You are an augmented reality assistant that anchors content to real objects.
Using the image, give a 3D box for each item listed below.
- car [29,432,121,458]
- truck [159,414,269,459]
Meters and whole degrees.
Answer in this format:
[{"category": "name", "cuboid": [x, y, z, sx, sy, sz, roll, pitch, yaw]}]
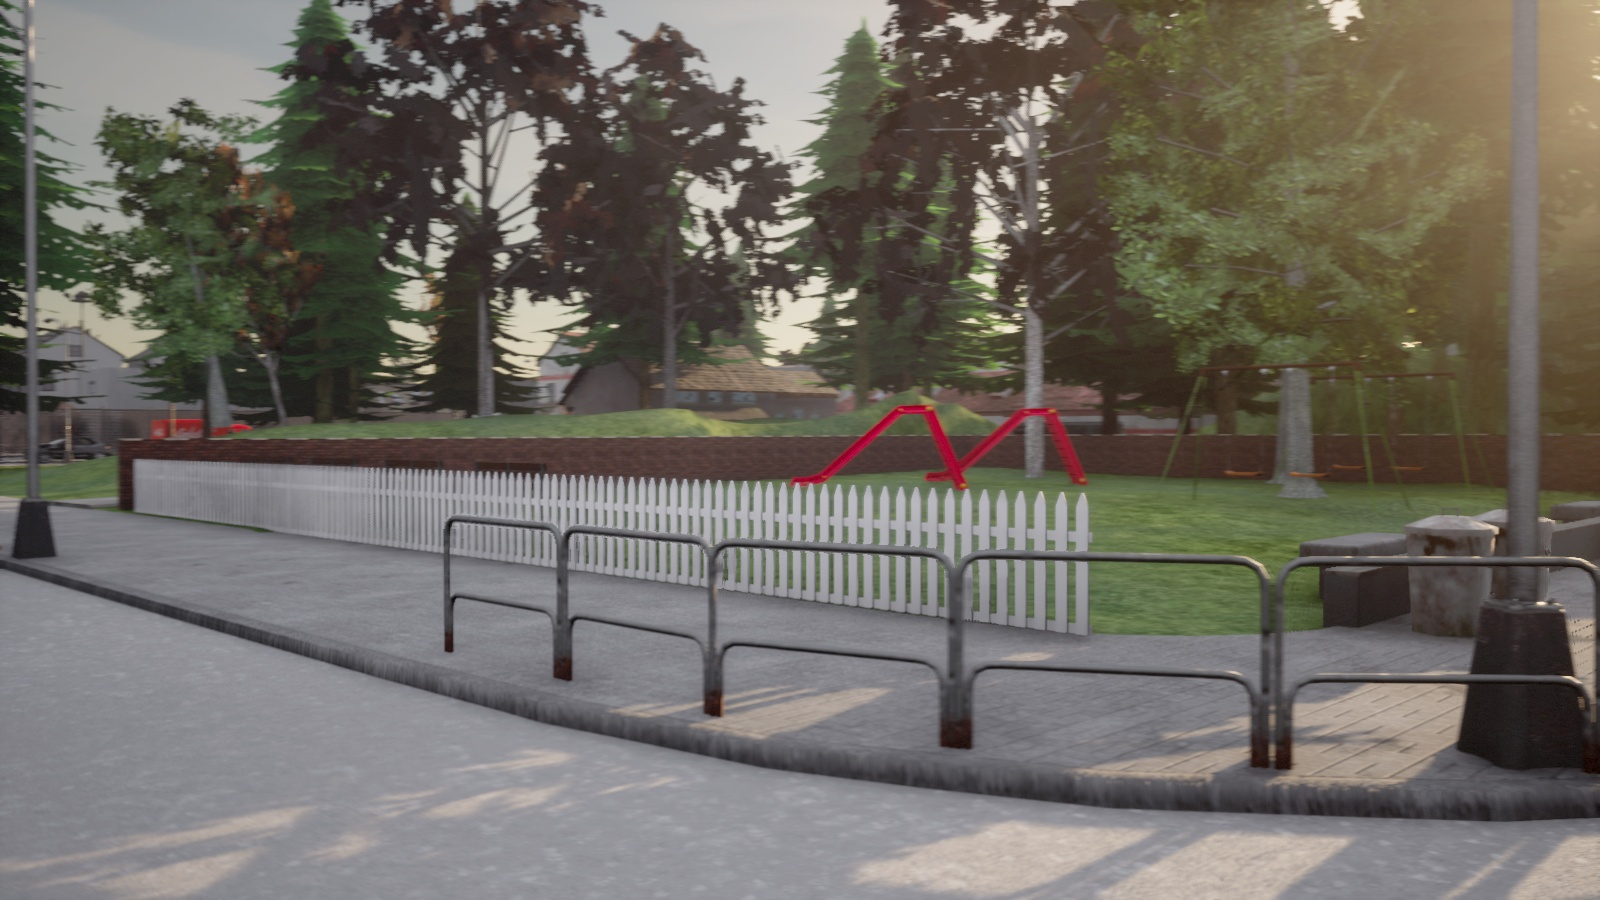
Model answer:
[{"category": "car", "cuboid": [-41.265, -0.300, 71.548, 4.193, 1.474, 1.816, 0, 1, -44]}, {"category": "truck", "cuboid": [-34.034, -0.787, 73.035, 5.204, 2.467, 2.627, 0, 1, -44]}]
